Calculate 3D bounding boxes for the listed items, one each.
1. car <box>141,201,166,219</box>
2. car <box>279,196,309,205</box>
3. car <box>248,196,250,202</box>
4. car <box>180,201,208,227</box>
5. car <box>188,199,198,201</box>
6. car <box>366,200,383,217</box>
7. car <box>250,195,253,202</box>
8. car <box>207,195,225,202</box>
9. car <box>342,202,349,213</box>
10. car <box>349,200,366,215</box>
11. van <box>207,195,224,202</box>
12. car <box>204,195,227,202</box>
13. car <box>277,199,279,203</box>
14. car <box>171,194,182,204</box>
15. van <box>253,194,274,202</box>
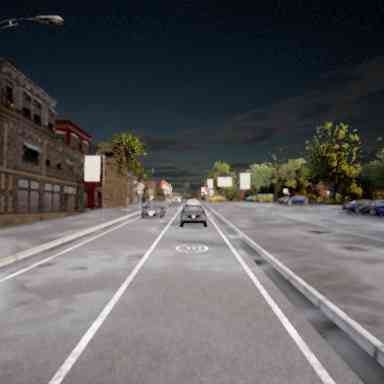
[{"bbox_3d":[-3.347,1.569,29.718,2.128,1.511,4.902,0,0,0],"label":"car"},{"bbox_3d":[18.757,1.470,60.345,4.553,1.767,2.185,0,0,0],"label":"car"},{"bbox_3d":[18.692,1.904,89.763,5.366,1.575,1.946,0,-1,0],"label":"car"},{"bbox_3d":[0.100,1.609,23.502,2.033,1.411,5.357,0,0,0],"label":"car"},{"bbox_3d":[0.101,1.631,40.980,1.812,1.442,4.674,0,0,0],"label":"car"},{"bbox_3d":[18.709,1.527,29.459,5.008,1.535,2.097,0,0,0],"label":"car"},{"bbox_3d":[18.713,1.846,87.103,5.366,1.575,1.946,0,-1,0],"label":"car"},{"bbox_3d":[6.285,1.734,87.777,4.553,1.767,2.185,0,-1,0],"label":"car"},{"bbox_3d":[18.705,1.582,36.009,4.674,1.452,2.002,0,0,0],"label":"car"},{"bbox_3d":[18.700,1.536,32.733,4.892,1.521,2.231,0,0,0],"label":"car"},{"bbox_3d":[6.346,1.705,90.817,4.442,1.987,1.878,0,-1,0],"label":"van"},{"bbox_3d":[6.093,1.800,84.856,5.366,1.575,1.946,0,-1,0],"label":"car"},{"bbox_3d":[18.687,1.645,63.514,4.674,1.452,2.002,0,0,0],"label":"car"},{"bbox_3d":[-3.255,1.395,70.683,2.150,2.045,5.566,0,0,0],"label":"car"},{"bbox_3d":[18.433,1.568,84.311,4.442,1.987,1.878,0,-1,0],"label":"van"}]
